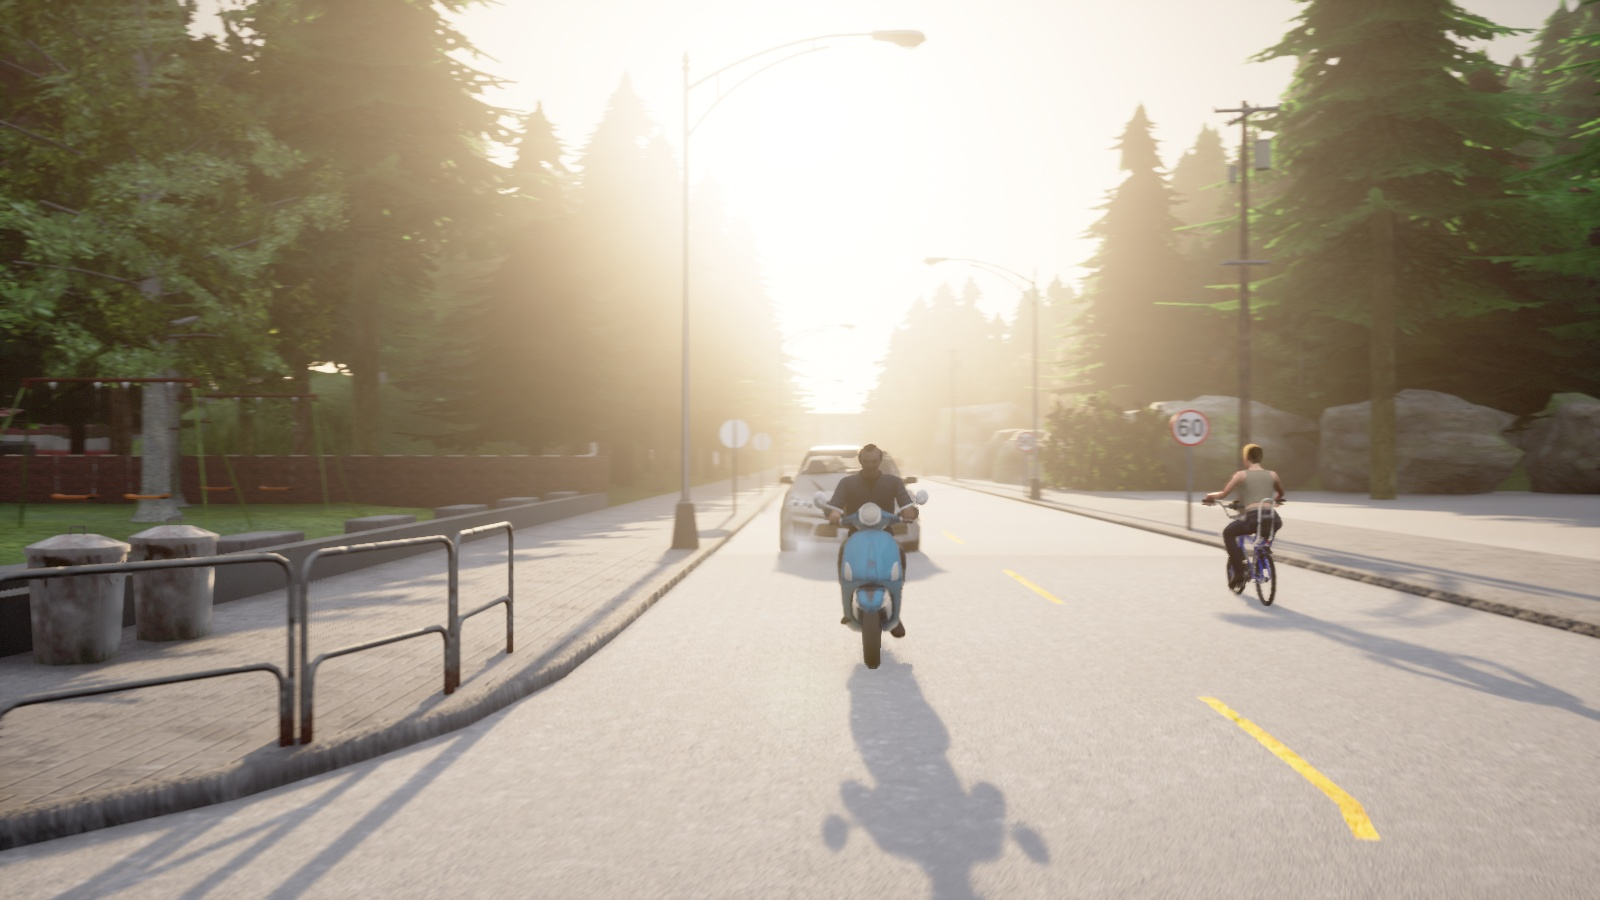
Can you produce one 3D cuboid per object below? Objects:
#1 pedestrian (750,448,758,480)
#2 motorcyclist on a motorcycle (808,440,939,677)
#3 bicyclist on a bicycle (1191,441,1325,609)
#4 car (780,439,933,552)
[{"bbox_3d":[-2.692,0.809,73.462,0.370,1.835,0.726,0,0,4],"label":"pedestrian"},{"bbox_3d":[0.551,0.739,9.382,0.866,1.590,1.817,-1,0,4],"label":"motorcyclist on a motorcycle"},{"bbox_3d":[4.639,0.723,12.833,0.866,1.612,1.509,0,0,3],"label":"bicyclist on a bicycle"},{"bbox_3d":[0.883,0.683,20.787,2.242,1.667,4.611,0,0,1],"label":"car"}]
